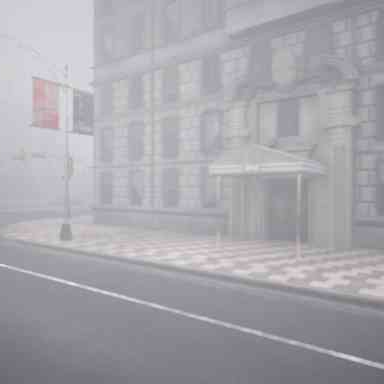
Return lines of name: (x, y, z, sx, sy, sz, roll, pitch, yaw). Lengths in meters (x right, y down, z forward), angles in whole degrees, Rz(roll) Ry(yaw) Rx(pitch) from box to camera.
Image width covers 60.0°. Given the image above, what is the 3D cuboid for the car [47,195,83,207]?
car: (-17.029, 1.156, 44.783, 2.097, 1.767, 4.553, 0, 0, 36)
